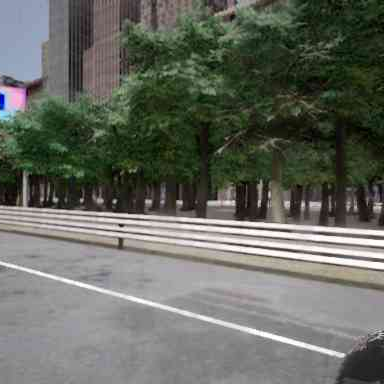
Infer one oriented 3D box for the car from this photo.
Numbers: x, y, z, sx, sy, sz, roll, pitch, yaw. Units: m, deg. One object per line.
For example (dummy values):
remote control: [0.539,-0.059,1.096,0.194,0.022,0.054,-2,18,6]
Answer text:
car: [3.305,1.516,1.627,4.892,1.490,1.837,0,0,36]
